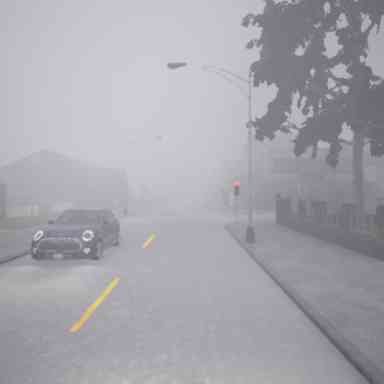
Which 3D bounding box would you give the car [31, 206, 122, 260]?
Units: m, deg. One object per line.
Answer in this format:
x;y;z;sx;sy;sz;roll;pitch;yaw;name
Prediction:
-4.085;1.382;12.445;2.097;1.767;4.553;0;0;0;car
